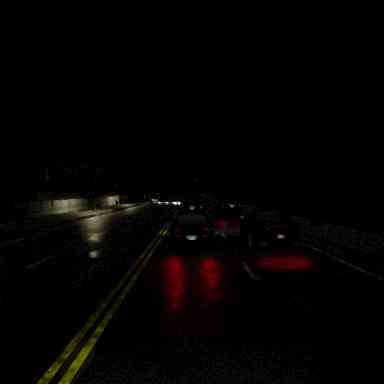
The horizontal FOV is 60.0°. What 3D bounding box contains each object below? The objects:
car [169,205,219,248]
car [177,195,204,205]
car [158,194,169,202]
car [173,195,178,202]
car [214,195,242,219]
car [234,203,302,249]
[{"bbox_3d":[0.000,1.531,14.650,1.812,1.442,4.674,0,0,0],"label":"car"},{"bbox_3d":[0.000,1.369,29.620,2.097,1.767,4.553,0,0,0],"label":"car"},{"bbox_3d":[-6.500,1.330,75.959,2.097,1.767,4.553,0,0,0],"label":"car"},{"bbox_3d":[-3.250,1.500,75.929,2.128,1.511,4.902,0,0,0],"label":"car"},{"bbox_3d":[3.250,1.261,29.680,2.150,2.045,5.566,0,0,0],"label":"car"},{"bbox_3d":[3.250,1.483,14.650,1.882,1.535,5.008,0,0,0],"label":"car"}]
